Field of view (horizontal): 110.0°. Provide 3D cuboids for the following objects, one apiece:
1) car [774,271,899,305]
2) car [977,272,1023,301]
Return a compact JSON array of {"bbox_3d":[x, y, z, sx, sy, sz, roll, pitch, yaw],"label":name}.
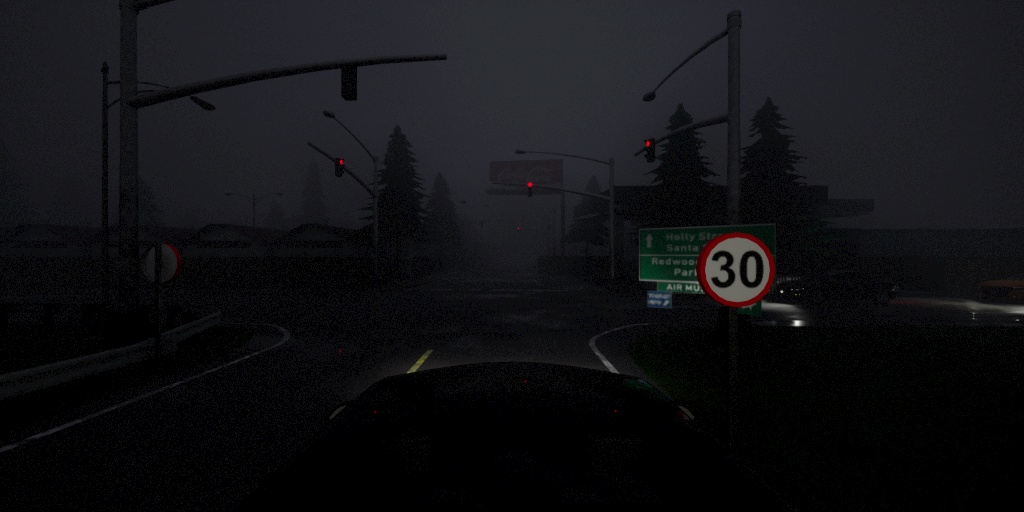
[{"bbox_3d":[15.197,1.446,16.947,4.892,1.490,1.837,0,0,1],"label":"car"},{"bbox_3d":[25.131,1.419,16.817,5.008,1.535,1.882,0,0,1],"label":"car"}]
